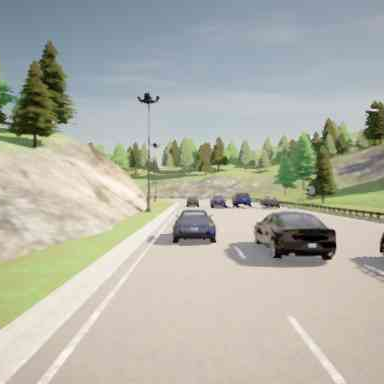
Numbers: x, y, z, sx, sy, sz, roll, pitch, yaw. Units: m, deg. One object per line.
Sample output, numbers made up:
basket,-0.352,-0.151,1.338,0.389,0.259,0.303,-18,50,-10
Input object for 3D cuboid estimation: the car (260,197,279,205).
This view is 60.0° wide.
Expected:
car,10.620,1.387,45.635,2.128,1.511,4.902,0,0,0

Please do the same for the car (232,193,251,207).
car,7.120,1.112,47.943,2.150,2.045,5.566,0,0,0

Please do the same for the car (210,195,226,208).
car,3.620,1.247,46.979,2.097,1.767,4.553,0,0,0

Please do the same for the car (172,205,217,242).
car,0.107,1.527,16.059,1.994,1.385,4.181,0,0,0

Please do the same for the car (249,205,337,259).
car,3.606,1.449,12.433,1.882,1.535,5.008,0,0,0

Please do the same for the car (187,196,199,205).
car,0.121,1.377,50.521,2.128,1.511,4.902,0,0,0

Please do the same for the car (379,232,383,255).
car,7.104,1.470,9.045,2.128,1.511,4.902,0,0,0
